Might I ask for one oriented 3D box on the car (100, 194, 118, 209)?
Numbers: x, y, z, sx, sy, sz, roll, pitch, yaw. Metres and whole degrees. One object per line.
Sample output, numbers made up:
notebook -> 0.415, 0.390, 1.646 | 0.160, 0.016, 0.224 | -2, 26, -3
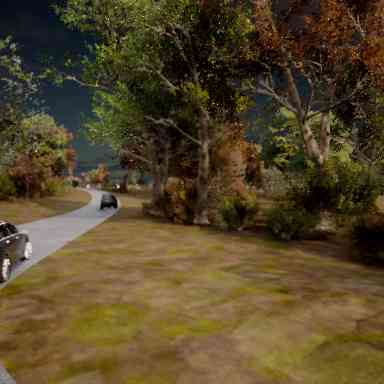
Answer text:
car -> -11.815, 1.337, 47.328 | 2.150, 2.045, 5.566 | -1, 1, -10

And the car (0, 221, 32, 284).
car -> -5.955, 1.561, 9.486 | 1.837, 1.490, 4.892 | -1, 1, -16
